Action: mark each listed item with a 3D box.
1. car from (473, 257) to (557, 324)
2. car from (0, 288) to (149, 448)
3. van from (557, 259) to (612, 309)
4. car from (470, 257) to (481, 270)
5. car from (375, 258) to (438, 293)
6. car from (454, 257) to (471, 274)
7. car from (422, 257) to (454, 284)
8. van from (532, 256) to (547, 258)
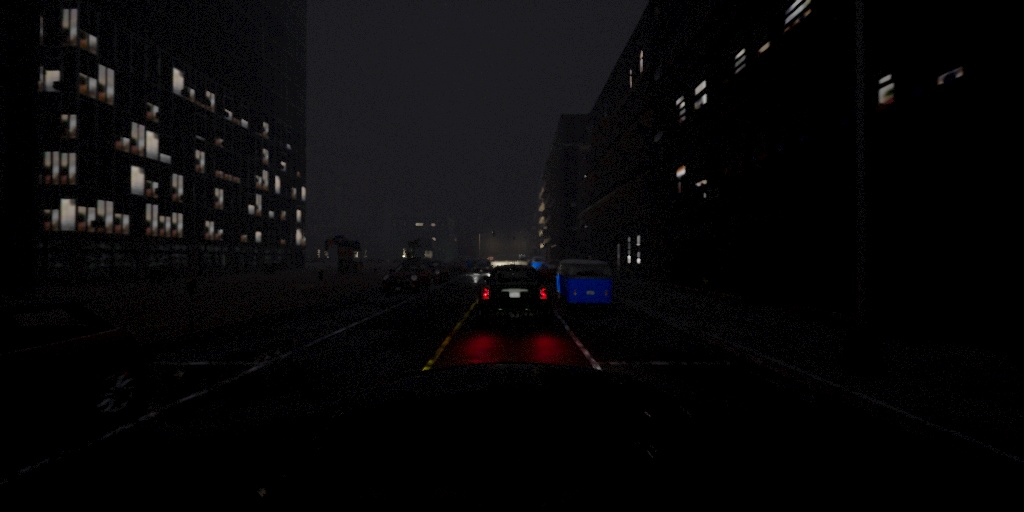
[{"bbox_3d":[0.084,1.047,11.841,2.097,1.767,4.553,0,1,0],"label":"car"},{"bbox_3d":[-5.692,1.184,2.853,1.967,1.591,4.097,0,0,0],"label":"car"},{"bbox_3d":[2.695,1.020,14.174,1.690,1.789,3.998,0,0,0],"label":"van"},{"bbox_3d":[-3.091,1.074,38.570,2.033,1.411,5.357,0,0,0],"label":"car"},{"bbox_3d":[-5.658,1.085,19.791,1.967,1.591,4.097,0,0,0],"label":"car"},{"bbox_3d":[-5.648,1.084,36.729,1.888,1.381,4.507,0,0,0],"label":"car"},{"bbox_3d":[-5.651,1.050,25.438,1.967,1.591,4.097,0,0,0],"label":"car"},{"bbox_3d":[2.700,0.879,36.760,1.690,1.789,3.998,0,0,0],"label":"van"}]
